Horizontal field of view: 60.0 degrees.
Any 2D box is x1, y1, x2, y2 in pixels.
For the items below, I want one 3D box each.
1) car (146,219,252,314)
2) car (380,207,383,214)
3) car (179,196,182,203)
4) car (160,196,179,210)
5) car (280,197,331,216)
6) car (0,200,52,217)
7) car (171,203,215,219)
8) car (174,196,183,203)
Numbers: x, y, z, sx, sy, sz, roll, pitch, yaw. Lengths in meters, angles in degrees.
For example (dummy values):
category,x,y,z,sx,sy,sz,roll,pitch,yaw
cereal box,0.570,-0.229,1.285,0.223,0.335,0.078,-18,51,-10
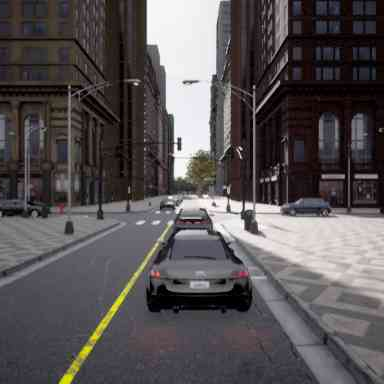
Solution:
category,x,y,z,sx,sy,sz,roll,pitch,yaw
car,0.110,1.563,7.724,1.994,1.385,4.181,0,0,-1
car,20.525,1.627,32.076,4.181,1.385,1.994,0,0,0
car,-3.081,1.490,52.850,2.128,1.511,4.902,0,0,0
car,-3.083,1.543,43.089,2.033,1.411,5.357,0,0,0
car,10.869,1.386,32.114,4.553,1.767,2.097,0,0,1
car,-14.742,1.451,28.882,4.892,1.490,1.837,0,0,-1
car,0.064,1.503,16.632,1.837,1.490,4.892,0,0,0
car,-2.986,1.543,73.497,1.812,1.442,4.674,0,0,0
